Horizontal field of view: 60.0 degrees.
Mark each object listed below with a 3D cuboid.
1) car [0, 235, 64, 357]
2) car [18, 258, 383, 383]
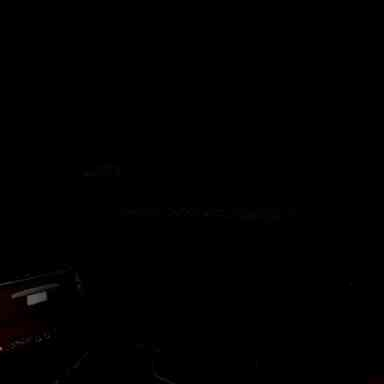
[{"bbox_3d":[-3.638,1.439,5.558,4.097,1.590,1.967,0,0,35],"label":"car"},{"bbox_3d":[0.805,1.440,2.390,4.097,1.590,1.967,0,0,35],"label":"car"}]
